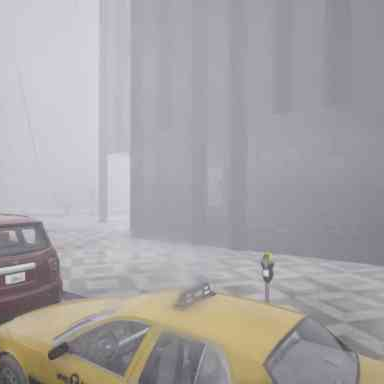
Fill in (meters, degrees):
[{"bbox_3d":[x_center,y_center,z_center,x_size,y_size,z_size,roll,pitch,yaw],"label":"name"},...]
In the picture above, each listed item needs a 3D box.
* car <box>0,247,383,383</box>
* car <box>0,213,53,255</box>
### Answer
[{"bbox_3d":[-0.185,1.525,3.093,4.829,1.417,1.752,0,0,36],"label":"car"},{"bbox_3d":[-4.461,1.314,6.148,5.009,1.841,2.192,0,0,36],"label":"car"}]
